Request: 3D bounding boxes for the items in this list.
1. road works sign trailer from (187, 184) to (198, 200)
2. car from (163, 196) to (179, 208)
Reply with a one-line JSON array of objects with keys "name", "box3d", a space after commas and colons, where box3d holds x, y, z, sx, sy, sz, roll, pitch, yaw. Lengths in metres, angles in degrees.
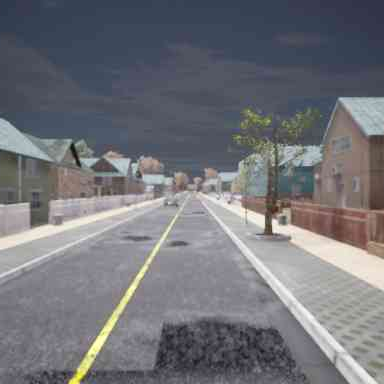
[{"name": "road works sign trailer", "box3d": [0.080, -0.043, 73.143, 2.380, 3.560, 2.880, 1, -1, 0]}, {"name": "car", "box3d": [-2.808, 1.296, 45.115, 2.128, 1.511, 4.902, 0, 0, 0]}]
